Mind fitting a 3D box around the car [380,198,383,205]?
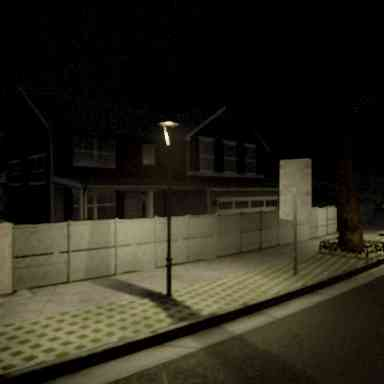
[{"bbox_3d":[32.905,1.581,55.316,1.882,1.535,5.008,0,0,13],"label":"car"}]
